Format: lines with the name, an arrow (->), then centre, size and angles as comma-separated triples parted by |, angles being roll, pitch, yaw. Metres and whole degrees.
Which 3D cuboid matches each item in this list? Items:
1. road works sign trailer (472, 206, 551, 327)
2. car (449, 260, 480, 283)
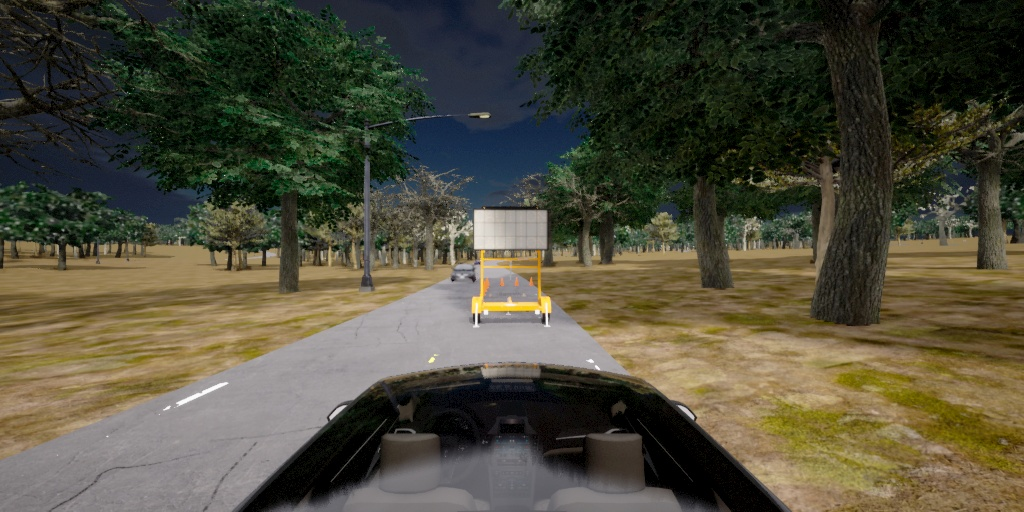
road works sign trailer -> -0.046, 0.225, 11.523 | 2.380, 3.560, 2.880 | 0, 0, -2
car -> -3.810, 1.320, 28.859 | 1.812, 1.442, 4.674 | 0, 0, -3
